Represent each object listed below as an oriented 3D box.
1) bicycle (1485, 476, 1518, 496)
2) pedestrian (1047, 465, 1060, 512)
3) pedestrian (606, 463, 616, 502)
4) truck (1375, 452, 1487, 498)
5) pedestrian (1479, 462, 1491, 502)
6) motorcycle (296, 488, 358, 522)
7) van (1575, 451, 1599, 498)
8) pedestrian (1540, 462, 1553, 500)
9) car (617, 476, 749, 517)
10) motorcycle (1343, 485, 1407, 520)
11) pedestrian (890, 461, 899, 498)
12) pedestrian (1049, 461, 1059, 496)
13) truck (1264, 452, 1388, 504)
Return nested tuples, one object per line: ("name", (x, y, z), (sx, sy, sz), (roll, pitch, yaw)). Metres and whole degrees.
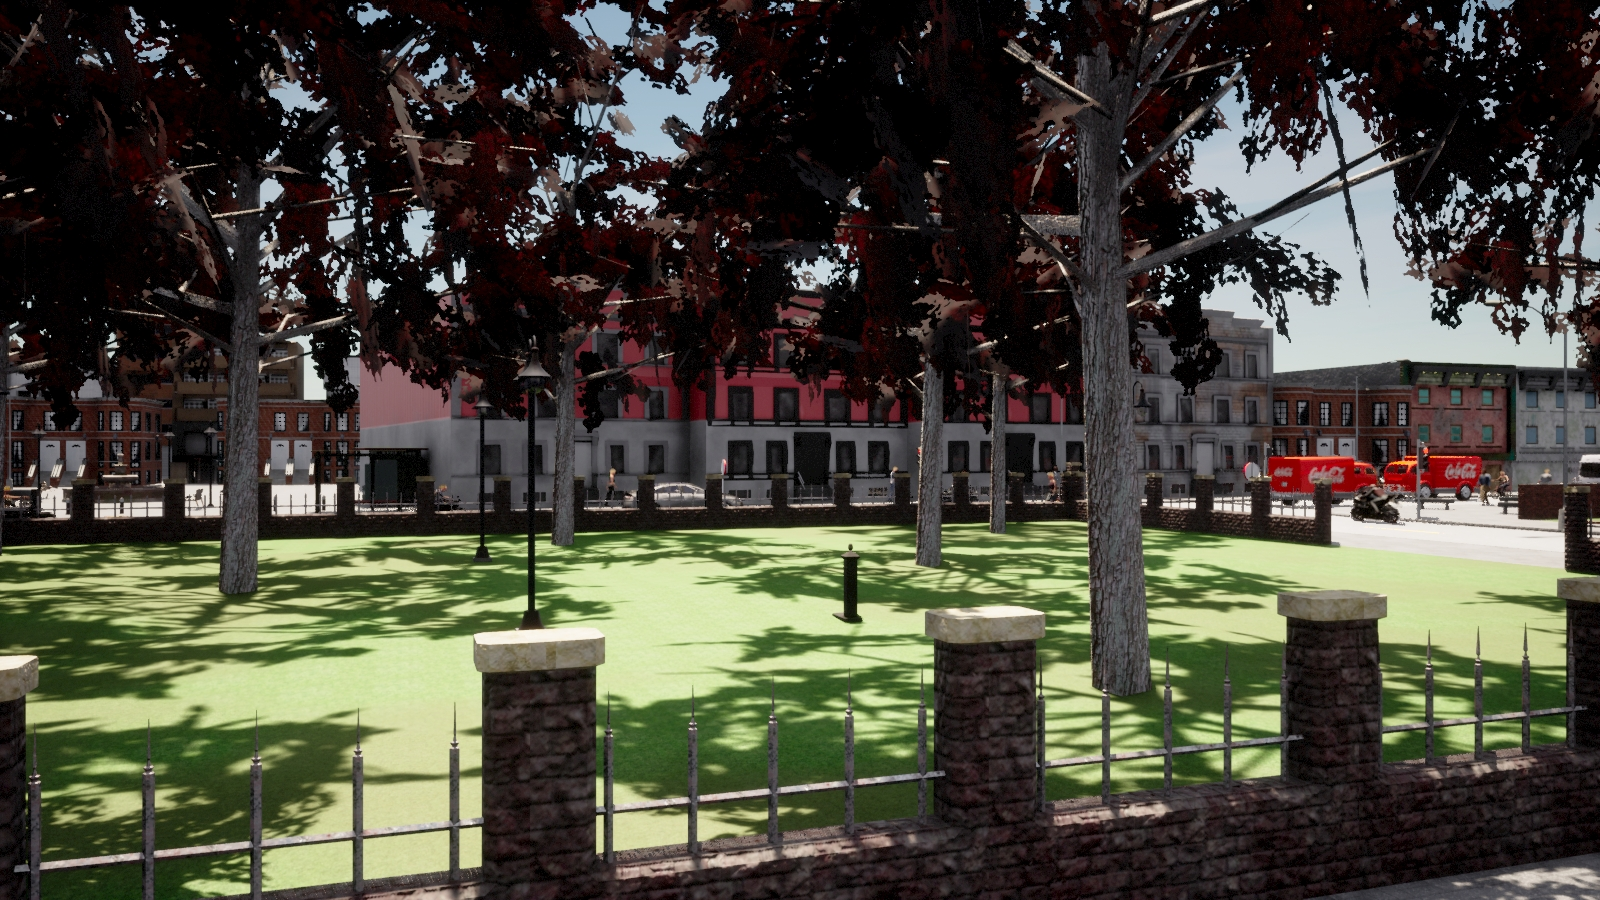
("bicycle", (40.060, 2.036, 65.248), (1.487, 1.080, 0.859), (0, 0, -18))
("pedestrian", (10.089, 1.525, 45.437), (0.375, 1.860, 0.375), (0, 0, -16))
("pedestrian", (-8.894, 1.524, 53.746), (0.375, 1.860, 0.375), (0, 0, -18))
("truck", (35.004, 1.348, 63.458), (5.204, 2.467, 2.627), (0, 0, -19))
("pedestrian", (32.694, 1.517, 54.542), (0.375, 1.860, 0.375), (0, 0, -31))
("motorcycle", (-17.138, 1.993, 41.467), (2.033, 1.145, 0.803), (0, 0, -19))
("van", (45.892, 1.314, 63.081), (5.915, 2.561, 1.988), (0, 0, -19))
("pedestrian", (36.452, 1.515, 55.811), (0.375, 1.860, 0.375), (0, 0, -27))
("car", (-4.677, 1.827, 45.707), (4.902, 1.511, 2.128), (0, 0, -19))
("motorcycle", (22.000, 1.985, 43.774), (0.867, 1.251, 2.209), (0, 0, -20))
("pedestrian", (4.839, 1.523, 58.651), (0.375, 1.860, 0.375), (0, 0, -17))
("pedestrian", (13.663, 1.524, 61.548), (0.375, 1.860, 0.375), (0, 0, -21))
("truck", (26.109, 1.349, 56.722), (5.204, 2.467, 2.627), (0, 0, -18))
